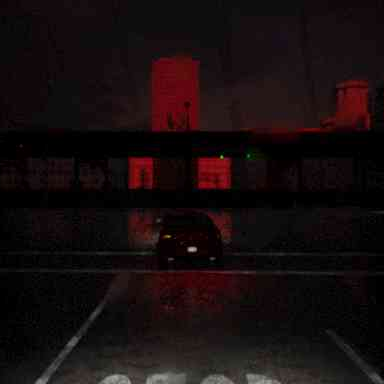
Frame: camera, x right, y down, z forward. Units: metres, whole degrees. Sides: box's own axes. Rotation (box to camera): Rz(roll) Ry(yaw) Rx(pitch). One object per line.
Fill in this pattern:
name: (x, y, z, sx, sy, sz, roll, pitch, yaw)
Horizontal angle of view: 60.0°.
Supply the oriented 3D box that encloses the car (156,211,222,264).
car: (-0.218, 1.386, 11.586, 1.882, 1.535, 5.008, 0, 1, -5)
